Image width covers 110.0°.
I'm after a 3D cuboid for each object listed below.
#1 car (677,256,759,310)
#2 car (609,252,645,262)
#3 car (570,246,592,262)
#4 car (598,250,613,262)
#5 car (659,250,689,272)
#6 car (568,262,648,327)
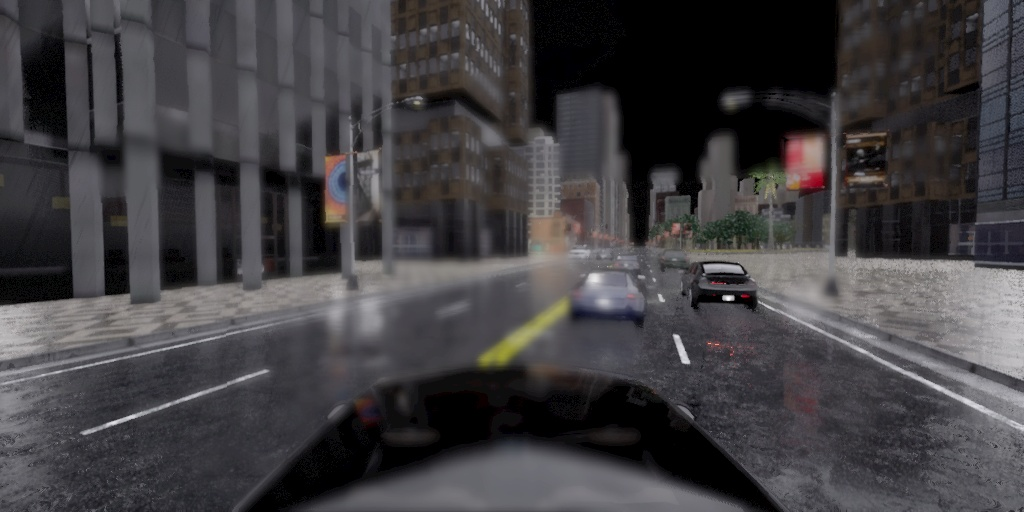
[{"bbox_3d":[7.246,0.923,12.873,1.837,1.490,4.892,0,2,20],"label":"car"},{"bbox_3d":[8.343,0.619,25.465,2.033,1.411,5.357,0,2,20],"label":"car"},{"bbox_3d":[9.223,-0.305,47.386,2.150,2.045,5.566,0,1,20],"label":"car"},{"bbox_3d":[12.266,-0.018,46.249,2.128,1.511,4.902,0,2,20],"label":"car"},{"bbox_3d":[12.988,0.318,28.685,2.097,1.767,4.553,0,2,20],"label":"car"},{"bbox_3d":[2.972,1.059,10.669,1.994,1.385,4.181,0,2,20],"label":"car"}]
